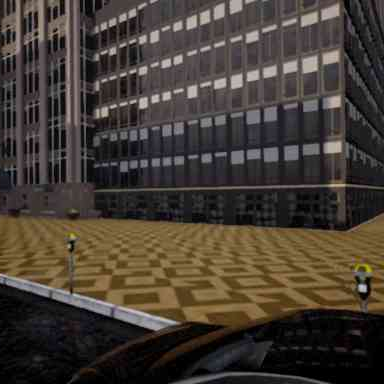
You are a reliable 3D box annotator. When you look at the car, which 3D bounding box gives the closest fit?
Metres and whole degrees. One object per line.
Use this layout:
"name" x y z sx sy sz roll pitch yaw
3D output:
"car" 0.867 1.570 2.261 4.313 1.339 1.947 -1 -1 35
